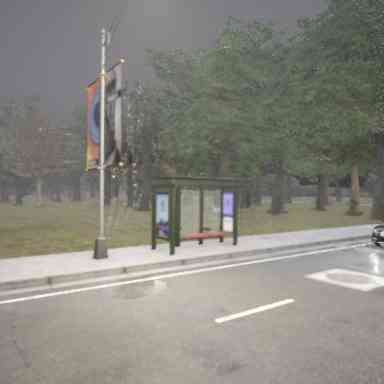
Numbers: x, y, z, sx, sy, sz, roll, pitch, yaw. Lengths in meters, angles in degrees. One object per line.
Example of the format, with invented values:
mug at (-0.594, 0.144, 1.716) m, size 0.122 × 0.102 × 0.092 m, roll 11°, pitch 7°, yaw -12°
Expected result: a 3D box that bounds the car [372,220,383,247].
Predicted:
car at (9.857, 1.649, 14.706) m, size 4.902 × 1.511 × 2.128 m, roll 1°, pitch 0°, yaw -35°
